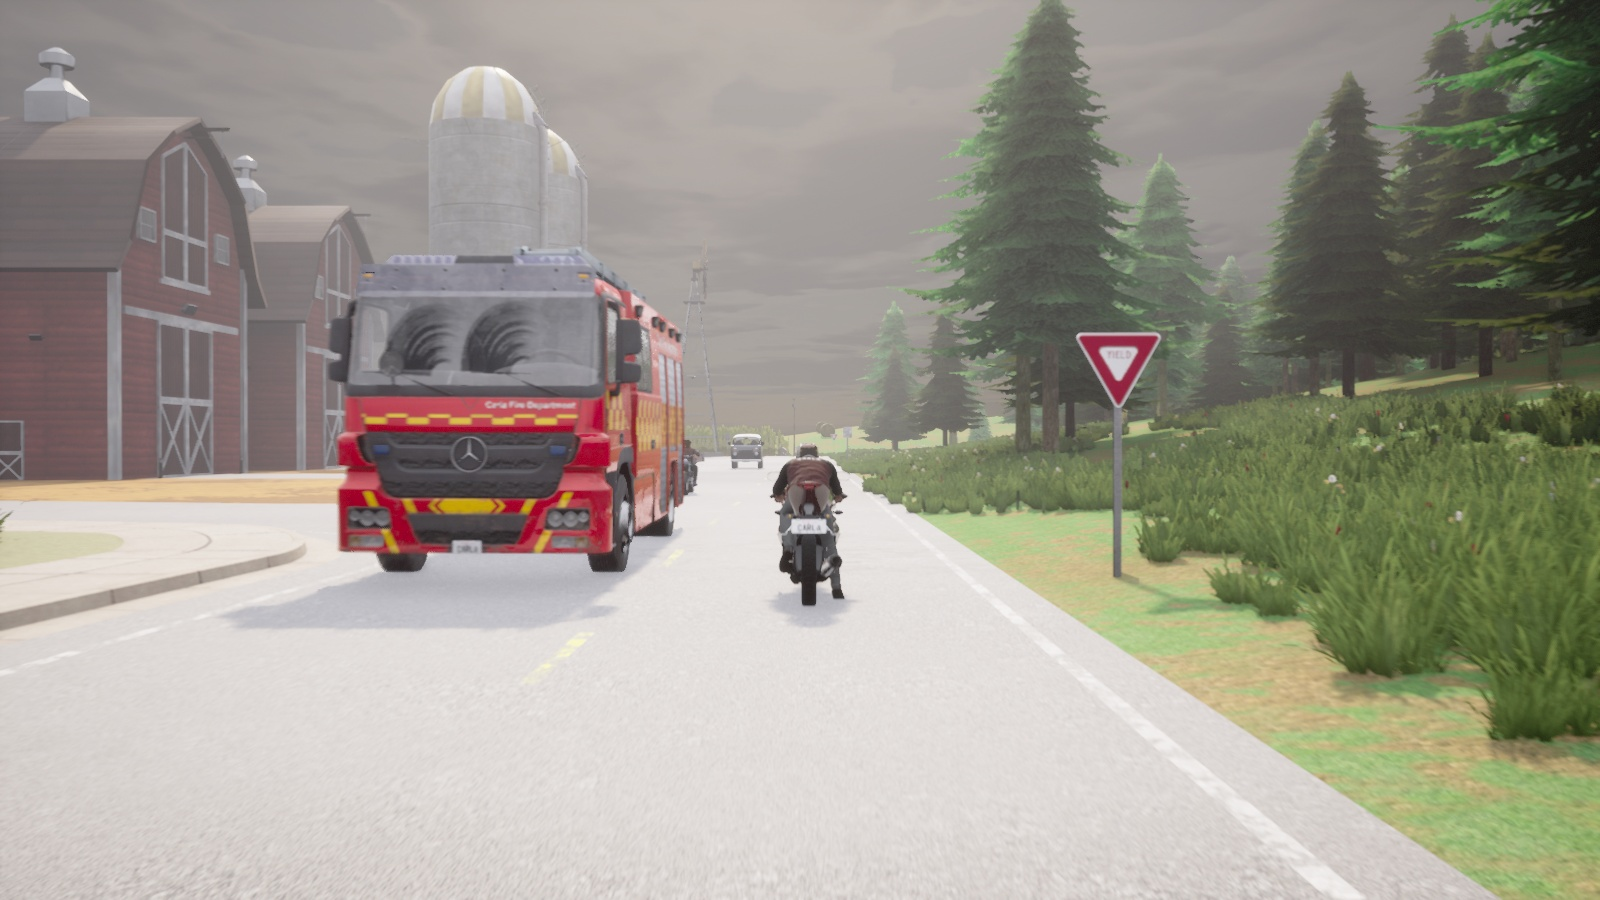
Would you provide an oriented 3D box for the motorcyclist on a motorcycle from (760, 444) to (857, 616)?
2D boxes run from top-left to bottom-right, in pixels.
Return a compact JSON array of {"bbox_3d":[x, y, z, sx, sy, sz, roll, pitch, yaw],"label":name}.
[{"bbox_3d":[0.085,0.712,12.304,0.866,1.530,2.191,0,0,0],"label":"motorcyclist on a motorcycle"}]

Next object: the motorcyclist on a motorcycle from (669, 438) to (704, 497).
[{"bbox_3d":[-3.280,0.489,36.467,0.766,1.649,2.350,0,0,0],"label":"motorcyclist on a motorcycle"}]

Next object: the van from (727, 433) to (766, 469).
[{"bbox_3d":[-3.069,0.056,72.963,2.069,2.038,4.480,0,0,0],"label":"van"}]

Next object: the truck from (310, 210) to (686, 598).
[{"bbox_3d":[-3.384,-0.535,16.688,2.891,3.827,8.468,0,1,0],"label":"truck"}]
